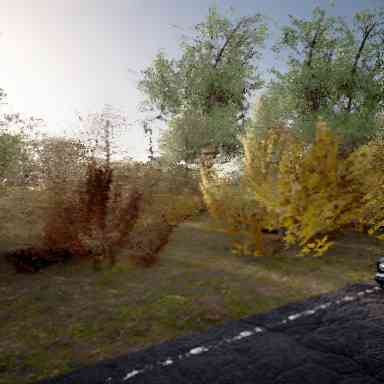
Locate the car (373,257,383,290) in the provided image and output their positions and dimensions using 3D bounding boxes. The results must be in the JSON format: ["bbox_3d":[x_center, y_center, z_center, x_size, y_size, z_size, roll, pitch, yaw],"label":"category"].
[{"bbox_3d":[6.026,1.581,7.370,4.718,1.301,1.895,0,0,-35],"label":"car"}]
